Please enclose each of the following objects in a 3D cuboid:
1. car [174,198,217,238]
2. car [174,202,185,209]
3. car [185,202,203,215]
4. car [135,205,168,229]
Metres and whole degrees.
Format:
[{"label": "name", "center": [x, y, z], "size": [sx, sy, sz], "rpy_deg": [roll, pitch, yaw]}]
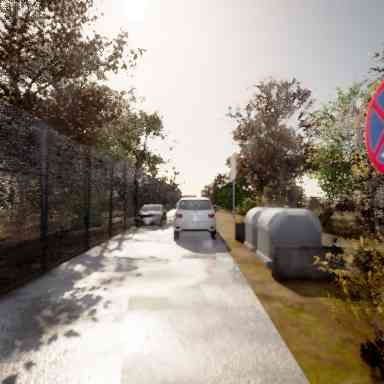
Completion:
[{"label": "car", "center": [0.160, 1.319, 18.450], "size": [2.150, 2.045, 5.566], "rpy_deg": [0, -1, 0]}, {"label": "car", "center": [-2.374, 2.601, 64.226], "size": [1.812, 1.442, 4.674], "rpy_deg": [0, -2, 1]}, {"label": "car", "center": [0.289, 1.998, 41.097], "size": [2.033, 1.411, 5.357], "rpy_deg": [0, -1, 1]}, {"label": "car", "center": [-2.771, 1.644, 23.266], "size": [2.128, 1.511, 4.902], "rpy_deg": [0, -1, 0]}]
